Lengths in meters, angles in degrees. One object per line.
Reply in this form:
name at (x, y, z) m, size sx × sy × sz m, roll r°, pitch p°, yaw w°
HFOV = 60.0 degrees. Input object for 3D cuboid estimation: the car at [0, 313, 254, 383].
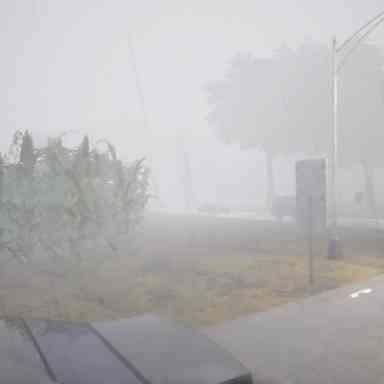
car at (-1.982, 1.552, 1.533) m, size 5.357 × 1.411 × 2.033 m, roll 0°, pitch 0°, yaw -36°

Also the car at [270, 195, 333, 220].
car at (9.104, 1.310, 27.757) m, size 2.150 × 2.045 × 5.566 m, roll -1°, pitch 0°, yaw -36°

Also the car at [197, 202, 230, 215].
car at (2.376, 1.782, 37.289) m, size 1.994 × 1.385 × 4.181 m, roll -1°, pitch 0°, yaw -35°

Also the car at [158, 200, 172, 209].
car at (-5.220, 1.970, 53.061) m, size 1.895 × 1.301 × 4.718 m, roll -1°, pitch 0°, yaw -35°

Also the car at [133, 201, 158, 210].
car at (-7.727, 2.023, 51.706) m, size 1.895 × 1.301 × 4.718 m, roll -1°, pitch 0°, yaw -35°
